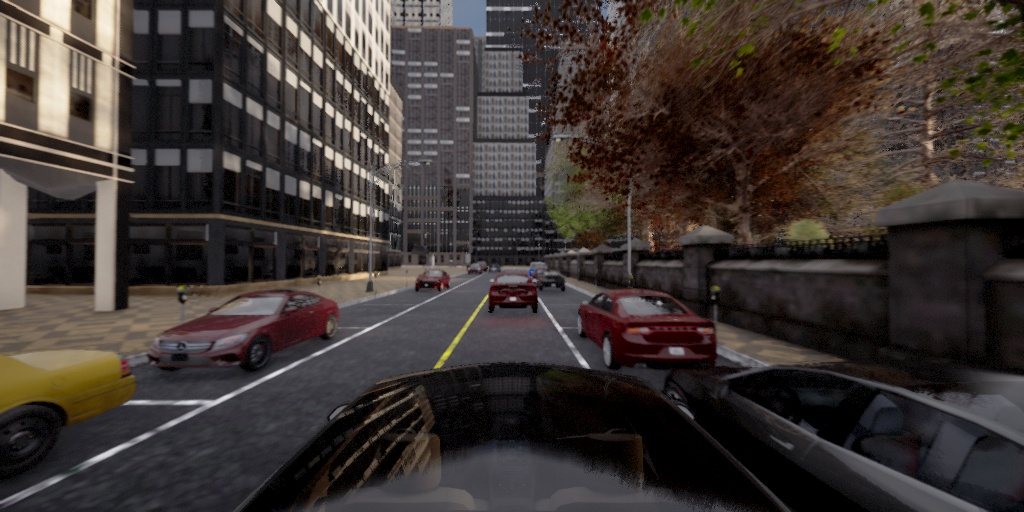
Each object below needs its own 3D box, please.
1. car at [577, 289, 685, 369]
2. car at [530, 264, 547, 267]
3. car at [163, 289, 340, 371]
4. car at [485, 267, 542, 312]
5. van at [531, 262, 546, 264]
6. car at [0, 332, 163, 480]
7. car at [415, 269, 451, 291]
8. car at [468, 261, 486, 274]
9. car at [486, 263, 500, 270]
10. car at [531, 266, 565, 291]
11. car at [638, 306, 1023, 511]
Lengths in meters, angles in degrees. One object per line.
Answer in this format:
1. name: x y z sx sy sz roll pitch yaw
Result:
1. car: 2.568 1.375 7.818 1.888 1.381 4.507 0 0 0
2. car: 2.570 1.662 29.998 1.888 1.381 4.507 0 0 0
3. car: -5.313 1.412 7.823 1.802 1.307 4.207 0 0 0
4. car: 0.056 1.403 15.221 1.882 1.535 5.008 0 -1 0
5. van: 2.570 1.528 35.543 1.690 1.789 3.998 0 0 0
6. car: -5.314 1.283 2.109 1.751 1.417 4.829 0 0 0
7. car: -5.311 1.590 24.457 1.888 1.381 4.507 0 0 0
8. car: -5.308 1.837 52.180 1.967 1.591 4.097 0 0 0
9. car: -2.800 1.958 57.811 2.128 1.511 4.902 0 -1 1
10. car: 2.570 1.596 24.453 2.007 1.370 4.403 0 0 0
11. car: 2.567 1.323 2.274 1.948 1.339 4.313 0 0 0
